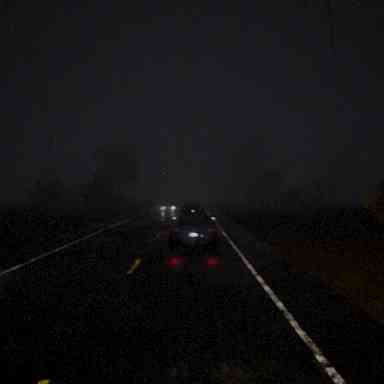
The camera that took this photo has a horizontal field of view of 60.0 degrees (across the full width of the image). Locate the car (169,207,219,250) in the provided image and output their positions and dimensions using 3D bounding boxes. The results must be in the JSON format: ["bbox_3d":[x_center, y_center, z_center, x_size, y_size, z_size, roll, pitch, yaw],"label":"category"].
[{"bbox_3d":[0.072,1.568,14.417,1.994,1.385,4.181,0,0,0],"label":"car"}]

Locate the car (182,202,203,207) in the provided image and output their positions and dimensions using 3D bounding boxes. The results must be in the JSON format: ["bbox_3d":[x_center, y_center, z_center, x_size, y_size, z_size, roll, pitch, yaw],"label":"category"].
[{"bbox_3d":[0.072,1.559,29.585,1.994,1.385,4.181,0,0,0],"label":"car"}]

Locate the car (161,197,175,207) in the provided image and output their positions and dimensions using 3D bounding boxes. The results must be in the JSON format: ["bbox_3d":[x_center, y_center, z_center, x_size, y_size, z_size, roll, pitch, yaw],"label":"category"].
[{"bbox_3d":[-3.587,1.495,50.614,1.812,1.442,4.674,0,0,0],"label":"car"}]
